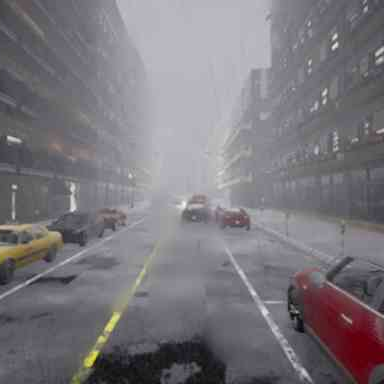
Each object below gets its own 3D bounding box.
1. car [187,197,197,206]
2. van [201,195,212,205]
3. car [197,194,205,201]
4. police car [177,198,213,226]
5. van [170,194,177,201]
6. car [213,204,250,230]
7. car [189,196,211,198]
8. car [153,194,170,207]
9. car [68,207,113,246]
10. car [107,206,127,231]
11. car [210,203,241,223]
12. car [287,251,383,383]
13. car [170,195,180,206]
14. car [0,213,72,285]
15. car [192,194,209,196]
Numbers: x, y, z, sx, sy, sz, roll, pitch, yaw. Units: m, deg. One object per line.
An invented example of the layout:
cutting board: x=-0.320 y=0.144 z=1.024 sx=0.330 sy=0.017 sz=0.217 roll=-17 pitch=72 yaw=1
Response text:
car: x=0.021 y=1.669 z=60.117 sx=1.812 sy=1.442 sz=4.674 roll=0 pitch=0 yaw=0
van: x=2.598 y=1.486 z=60.843 sx=1.690 sy=1.788 sz=3.998 roll=1 pitch=0 yaw=0
car: x=2.610 y=1.542 z=94.867 sx=2.192 sy=1.841 sz=5.009 roll=1 pitch=0 yaw=0
police car: x=0.445 y=1.483 z=24.242 sx=1.930 sy=1.638 sz=5.238 roll=0 pitch=0 yaw=7
van: x=-5.271 y=1.568 z=94.841 sx=1.690 sy=1.788 sz=3.998 roll=1 pitch=0 yaw=0
car: x=2.582 y=1.596 z=21.146 sx=1.887 sy=1.381 sz=4.507 roll=1 pitch=0 yaw=0
car: x=0.837 y=1.537 z=34.177 sx=1.801 sy=1.575 sz=5.366 roll=0 pitch=0 yaw=0
car: x=-5.284 y=1.447 z=55.144 sx=2.192 sy=1.841 sz=5.009 roll=1 pitch=0 yaw=0
car: x=-5.301 y=1.603 z=15.448 sx=1.947 sy=1.339 sz=4.313 roll=1 pitch=0 yaw=0
car: x=-5.298 y=1.596 z=21.119 sx=1.887 sy=1.381 sz=4.507 roll=1 pitch=0 yaw=0
car: x=2.584 y=1.615 z=26.817 sx=2.008 sy=1.369 sz=4.403 roll=1 pitch=0 yaw=0
car: x=2.577 y=1.450 z=4.133 sx=1.967 sy=1.590 sz=4.097 roll=1 pitch=0 yaw=0
car: x=-2.786 y=1.683 z=57.079 sx=2.033 sy=1.411 sz=5.357 roll=0 pitch=0 yaw=1
car: x=-5.302 y=1.549 z=9.607 sx=1.752 sy=1.417 sz=4.829 roll=1 pitch=0 yaw=0
car: x=0.839 y=1.320 z=40.018 sx=2.150 sy=2.045 sz=5.566 roll=0 pitch=0 yaw=0
